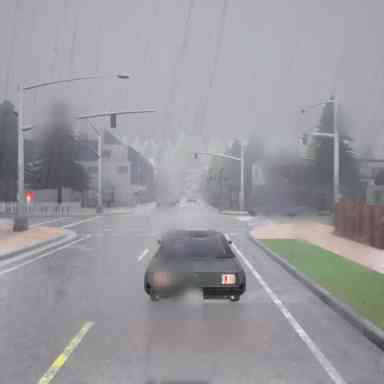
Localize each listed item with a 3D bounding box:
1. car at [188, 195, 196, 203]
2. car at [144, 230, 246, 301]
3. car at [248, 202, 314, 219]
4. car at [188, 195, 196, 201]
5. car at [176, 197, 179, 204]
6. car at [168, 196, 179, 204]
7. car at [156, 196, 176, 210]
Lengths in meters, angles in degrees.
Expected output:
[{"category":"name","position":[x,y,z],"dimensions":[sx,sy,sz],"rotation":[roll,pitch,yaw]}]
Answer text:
[{"category":"car","position":[0.002,1.595,71.476],"dimensions":[1.895,1.301,4.718],"rotation":[0,0,0]},{"category":"car","position":[0.068,1.601,8.245],"dimensions":[1.895,1.301,4.718],"rotation":[0,0,0]},{"category":"car","position":[7.583,1.528,28.593],"dimensions":[5.357,1.411,2.033],"rotation":[0,0,-4]},{"category":"car","position":[-0.001,1.478,81.512],"dimensions":[1.882,1.535,5.008],"rotation":[0,0,0]},{"category":"car","position":[-3.590,1.505,54.082],"dimensions":[1.837,1.490,4.892],"rotation":[0,0,0]},{"category":"car","position":[-3.557,1.564,64.144],"dimensions":[1.994,1.385,4.181],"rotation":[0,0,0]},{"category":"car","position":[-3.595,1.477,44.121],"dimensions":[1.882,1.535,5.008],"rotation":[0,0,0]}]
